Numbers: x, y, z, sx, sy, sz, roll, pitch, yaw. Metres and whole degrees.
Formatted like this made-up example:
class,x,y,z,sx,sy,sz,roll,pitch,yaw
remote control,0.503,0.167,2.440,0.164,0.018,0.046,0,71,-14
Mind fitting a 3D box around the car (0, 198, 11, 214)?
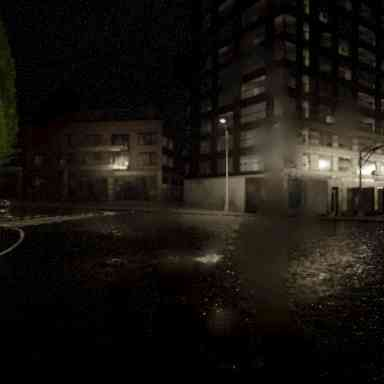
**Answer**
class,x,y,z,sx,sy,sz,roll,pitch,yaw
car,-14.659,0.613,22.408,4.553,1.767,2.097,2,0,11
